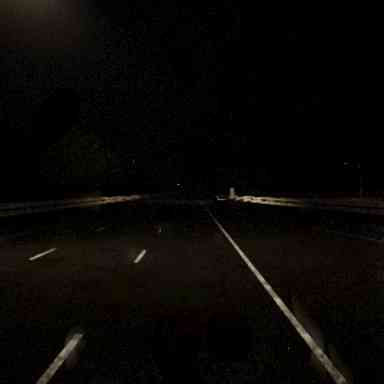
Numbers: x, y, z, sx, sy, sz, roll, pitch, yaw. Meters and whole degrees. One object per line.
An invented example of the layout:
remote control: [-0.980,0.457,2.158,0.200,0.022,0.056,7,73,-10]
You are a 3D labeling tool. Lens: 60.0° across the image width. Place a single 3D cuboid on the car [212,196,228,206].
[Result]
car: [4.302,1.318,51.215,2.128,1.511,4.902,0,0,-4]
